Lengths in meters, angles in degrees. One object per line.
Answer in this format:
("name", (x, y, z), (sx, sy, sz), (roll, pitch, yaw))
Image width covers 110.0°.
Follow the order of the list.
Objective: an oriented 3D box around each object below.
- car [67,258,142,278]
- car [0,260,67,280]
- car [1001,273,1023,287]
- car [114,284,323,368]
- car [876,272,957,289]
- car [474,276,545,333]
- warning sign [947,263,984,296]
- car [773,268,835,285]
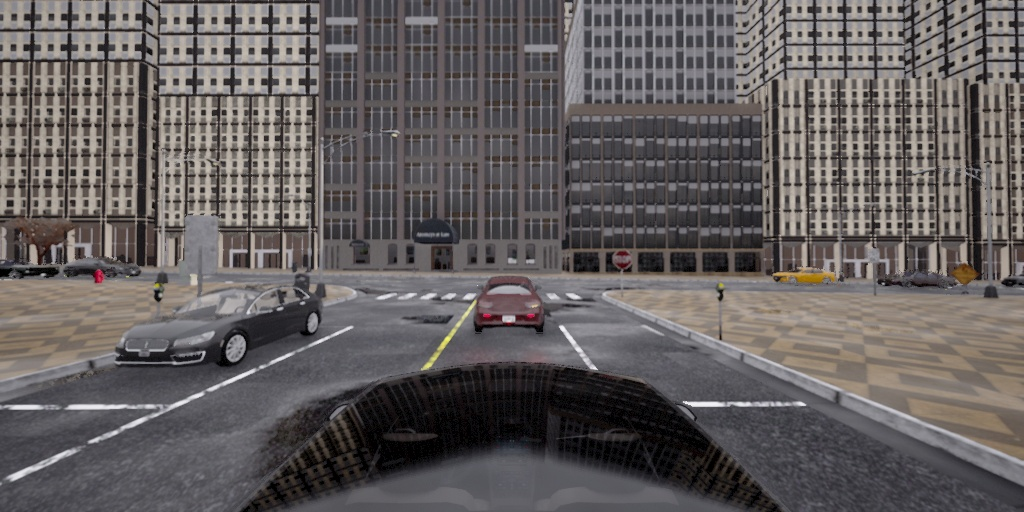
("car", (-30.830, 0.910, 27.009), (4.674, 1.442, 1.812), (1, -1, 0))
("car", (-33.257, 0.899, 23.776), (4.718, 1.301, 1.895), (1, -1, 0))
("car", (48.919, 2.280, 33.441), (4.892, 1.490, 1.837), (1, -1, 0))
("car", (-5.878, 1.330, 7.886), (2.007, 1.370, 4.403), (0, 0, -1))
("car", (34.069, 2.022, 30.316), (5.357, 1.411, 2.033), (1, -1, 0))
("car", (-0.075, 1.317, 10.744), (1.812, 1.442, 4.674), (0, 0, 0))
("warning sign", (26.406, 1.328, 20.883), (1.060, 1.860, 1.300), (0, 0, 0))
("car", (27.261, 1.891, 33.586), (5.008, 1.535, 1.882), (1, -1, 0))
